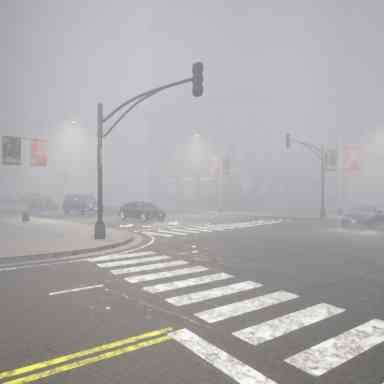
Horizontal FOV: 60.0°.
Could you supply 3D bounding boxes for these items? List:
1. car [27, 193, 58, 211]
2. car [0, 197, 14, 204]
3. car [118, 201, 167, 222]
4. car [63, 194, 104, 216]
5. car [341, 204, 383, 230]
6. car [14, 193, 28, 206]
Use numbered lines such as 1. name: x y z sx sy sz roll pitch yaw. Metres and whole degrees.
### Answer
1. car: -18.109 1.332 40.569 2.097 1.767 4.553 0 0 -45
2. car: -33.615 1.531 61.001 1.994 1.385 4.181 0 0 -45
3. car: -4.013 1.494 26.412 1.837 1.490 4.892 0 0 -44
4. car: -11.021 1.206 33.446 2.150 2.045 5.566 0 0 -45
5. car: 11.385 1.529 21.607 4.674 1.442 1.812 0 0 -44
6. car: -26.039 1.197 53.402 5.566 2.045 2.150 0 0 45
